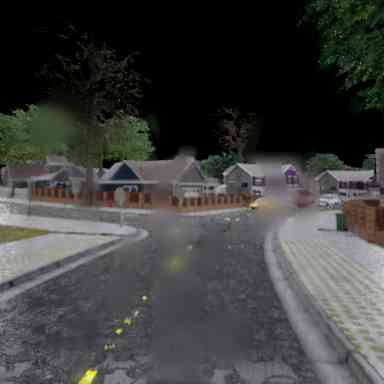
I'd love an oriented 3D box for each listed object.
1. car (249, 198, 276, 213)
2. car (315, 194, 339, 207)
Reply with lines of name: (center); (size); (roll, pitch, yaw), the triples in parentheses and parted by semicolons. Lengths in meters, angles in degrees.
car: (7.941, 1.477, 37.193); (1.882, 1.535, 5.008); (1, 1, 31)
car: (21.929, 1.457, 54.374); (5.566, 2.045, 2.150); (-2, 2, -41)
